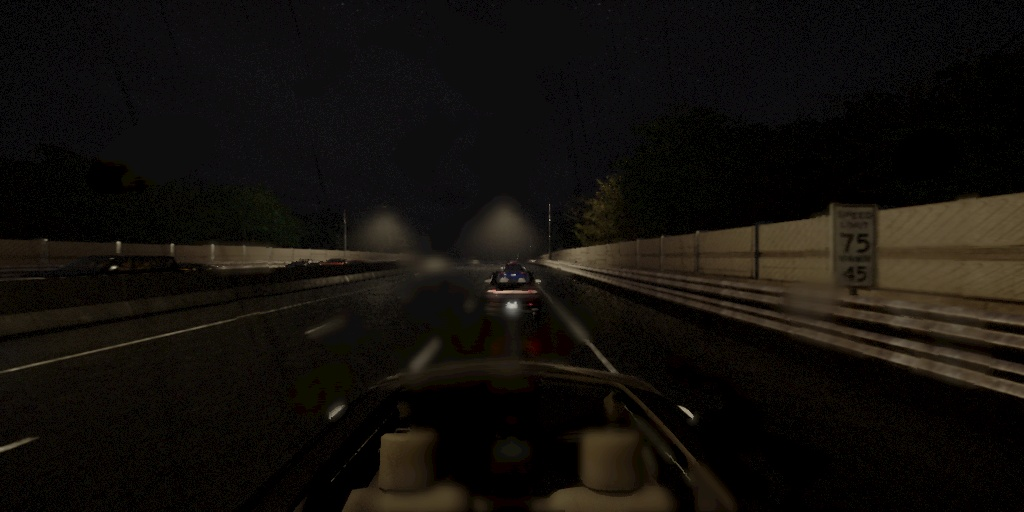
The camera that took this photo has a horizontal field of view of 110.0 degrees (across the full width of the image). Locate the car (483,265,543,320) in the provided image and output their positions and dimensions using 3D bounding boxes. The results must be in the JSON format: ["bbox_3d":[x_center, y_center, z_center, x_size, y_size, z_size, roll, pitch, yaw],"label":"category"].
[{"bbox_3d":[0.035,1.247,12.621,2.128,1.511,4.902,0,0,0],"label":"car"}]

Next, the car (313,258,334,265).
[{"bbox_3d":[-20.861,1.073,42.283,2.097,1.767,4.553,0,0,0],"label":"car"}]

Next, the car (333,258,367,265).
[{"bbox_3d":[-17.392,1.204,39.856,1.882,1.535,5.008,0,0,1],"label":"car"}]

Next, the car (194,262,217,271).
[{"bbox_3d":[-24.503,1.234,26.652,1.837,1.490,4.892,0,0,0],"label":"car"}]

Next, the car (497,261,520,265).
[{"bbox_3d":[0.089,1.315,27.414,1.994,1.385,4.181,0,0,0],"label":"car"}]

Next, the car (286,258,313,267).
[{"bbox_3d":[-24.356,0.914,42.624,2.033,1.411,5.357,0,0,0],"label":"car"}]

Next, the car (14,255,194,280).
[{"bbox_3d":[-17.554,0.959,15.657,2.150,2.045,5.566,0,0,0],"label":"car"}]
